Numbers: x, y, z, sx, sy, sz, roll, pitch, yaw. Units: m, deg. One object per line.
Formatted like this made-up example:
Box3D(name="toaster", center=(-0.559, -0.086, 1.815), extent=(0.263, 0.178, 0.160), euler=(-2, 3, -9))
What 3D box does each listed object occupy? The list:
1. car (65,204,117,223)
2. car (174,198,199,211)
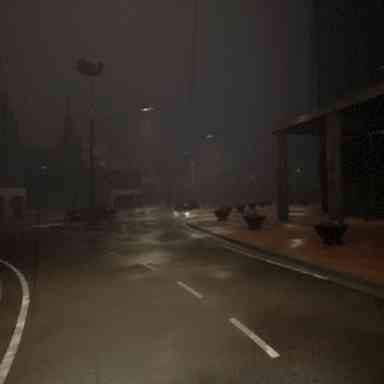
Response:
Box3D(name="car", center=(-8.938, 1.899, 29.641), extent=(1.837, 1.490, 4.892), euler=(-1, -1, 35))
Box3D(name="car", center=(-0.711, 1.688, 45.756), extent=(2.097, 1.767, 4.553), euler=(-1, 0, 23))
